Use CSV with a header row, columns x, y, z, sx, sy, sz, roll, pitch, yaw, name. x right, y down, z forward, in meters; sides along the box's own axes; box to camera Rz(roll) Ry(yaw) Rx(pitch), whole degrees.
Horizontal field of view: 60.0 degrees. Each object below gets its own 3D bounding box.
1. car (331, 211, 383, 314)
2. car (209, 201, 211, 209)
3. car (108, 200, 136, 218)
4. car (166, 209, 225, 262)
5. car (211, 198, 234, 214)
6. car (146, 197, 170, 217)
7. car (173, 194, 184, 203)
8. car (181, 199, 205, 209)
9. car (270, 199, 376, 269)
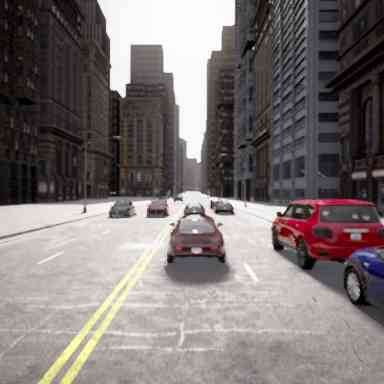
x,y,z,sx,sy,sz,roll,pitch,yaw,name
4.242,1.369,5.263,2.097,1.767,4.553,0,0,0,car
3.483,1.611,47.944,2.128,1.511,4.902,0,0,1,car
-6.460,1.551,31.154,1.837,1.490,4.892,0,0,0,car
0.149,1.545,12.025,1.812,1.442,4.674,0,0,0,car
3.484,1.647,36.775,1.994,1.385,4.181,0,0,1,car
-3.205,1.533,32.030,1.882,1.535,5.008,0,0,0,car
-2.916,1.377,73.100,2.150,2.045,5.566,0,0,0,car
0.236,1.625,30.843,1.994,1.385,4.181,0,0,0,car
4.271,1.253,11.323,2.150,2.045,5.566,0,0,0,car
